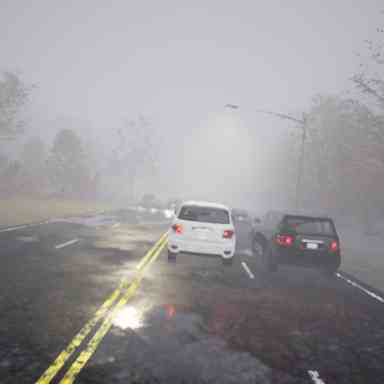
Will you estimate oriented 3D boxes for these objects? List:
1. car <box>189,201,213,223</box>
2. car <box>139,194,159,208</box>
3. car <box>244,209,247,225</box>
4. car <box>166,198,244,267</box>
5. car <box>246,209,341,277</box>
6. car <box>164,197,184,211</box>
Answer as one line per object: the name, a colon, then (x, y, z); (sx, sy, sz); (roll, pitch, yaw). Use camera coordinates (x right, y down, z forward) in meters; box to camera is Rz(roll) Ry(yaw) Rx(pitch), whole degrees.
car: (0.812, 1.737, 30.154); (1.882, 1.535, 5.008); (6, 0, 2)
car: (-5.479, 1.037, 43.189); (2.097, 1.767, 4.553); (6, 0, 2)
car: (4.027, 2.110, 29.199); (1.994, 1.385, 4.181); (7, 1, 2)
car: (0.413, 1.379, 12.605); (2.150, 2.045, 5.566); (6, 0, 2)
car: (3.649, 1.692, 12.607); (2.150, 2.045, 5.566); (5, 0, 1)
car: (-2.258, 1.496, 43.172); (2.128, 1.511, 4.902); (6, 0, 2)
